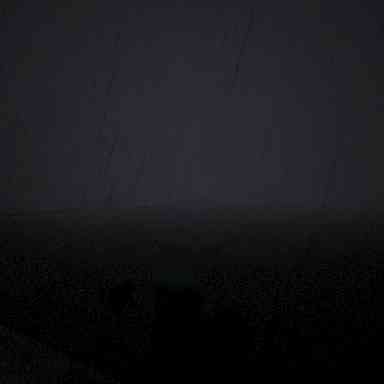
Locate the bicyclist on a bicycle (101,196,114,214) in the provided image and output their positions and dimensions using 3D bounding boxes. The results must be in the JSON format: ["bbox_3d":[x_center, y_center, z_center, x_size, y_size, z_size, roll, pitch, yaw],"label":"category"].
[{"bbox_3d":[-7.977,1.162,31.701,1.656,1.620,0.582,33,17,27],"label":"bicyclist on a bicycle"}]

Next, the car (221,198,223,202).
[{"bbox_3d":[3.156,1.486,61.122,1.882,1.535,5.008,0,0,35],"label":"car"}]

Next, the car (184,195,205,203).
[{"bbox_3d":[0.645,1.487,69.752,1.882,1.535,5.008,0,0,35],"label":"car"}]

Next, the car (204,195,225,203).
[{"bbox_3d":[4.739,1.486,69.499,1.882,1.535,5.008,0,0,35],"label":"car"}]

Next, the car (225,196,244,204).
[{"bbox_3d":[8.057,1.608,62.202,1.895,1.301,4.718,0,0,35],"label":"car"}]

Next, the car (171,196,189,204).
[{"bbox_3d":[-1.189,1.486,61.018,1.882,1.535,5.008,0,0,35],"label":"car"}]

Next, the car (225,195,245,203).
[{"bbox_3d":[8.938,1.498,69.397,2.128,1.511,4.902,0,0,35],"label":"car"}]

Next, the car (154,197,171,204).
[{"bbox_3d":[-5.036,1.574,61.621,1.994,1.385,4.181,0,0,35],"label":"car"}]

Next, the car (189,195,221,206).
[{"bbox_3d":[2.090,1.485,53.586,1.882,1.535,5.008,0,0,35],"label":"car"}]
